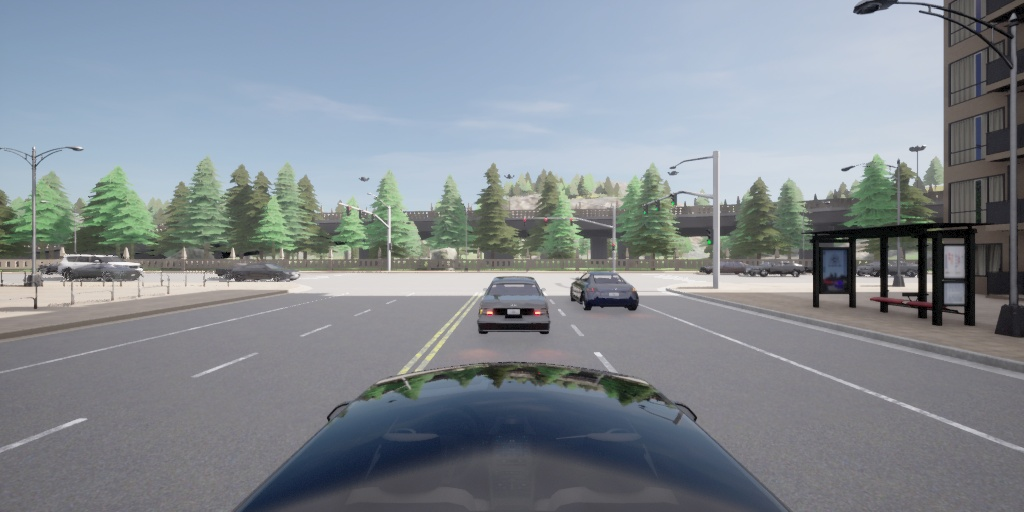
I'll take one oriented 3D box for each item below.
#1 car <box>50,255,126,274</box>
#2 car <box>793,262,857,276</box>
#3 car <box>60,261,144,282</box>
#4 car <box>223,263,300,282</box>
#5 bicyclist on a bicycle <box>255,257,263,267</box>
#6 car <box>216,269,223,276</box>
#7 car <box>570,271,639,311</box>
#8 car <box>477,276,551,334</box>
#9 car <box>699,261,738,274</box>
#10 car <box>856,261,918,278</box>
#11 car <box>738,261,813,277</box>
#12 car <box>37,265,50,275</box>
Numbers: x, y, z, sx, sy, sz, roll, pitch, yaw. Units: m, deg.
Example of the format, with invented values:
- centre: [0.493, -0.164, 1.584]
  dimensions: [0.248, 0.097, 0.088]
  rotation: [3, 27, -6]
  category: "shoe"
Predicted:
- centre: [-35.052, 0.913, 30.643]
  dimensions: [5.566, 2.045, 2.150]
  rotation: [0, 0, -1]
  category: "car"
- centre: [31.991, 1.295, 36.729]
  dimensions: [4.718, 1.301, 1.895]
  rotation: [0, 0, 4]
  category: "car"
- centre: [-30.647, 1.259, 27.120]
  dimensions: [4.181, 1.385, 1.994]
  rotation: [0, 0, 0]
  category: "car"
- centre: [-18.549, 1.220, 27.019]
  dimensions: [4.674, 1.442, 1.812]
  rotation: [0, 0, 1]
  category: "car"
- centre: [-29.460, 0.995, 41.648]
  dimensions: [0.582, 1.620, 1.656]
  rotation: [0, 0, 1]
  category: "bicyclist on a bicycle"
- centre: [-22.220, 1.295, 30.560]
  dimensions: [4.718, 1.301, 1.895]
  rotation: [0, 0, 1]
  category: "car"
- centre: [3.580, 1.314, 14.556]
  dimensions: [1.994, 1.385, 4.181]
  rotation: [0, 0, 0]
  category: "car"
- centre: [0.060, 1.297, 10.545]
  dimensions: [2.033, 1.411, 5.357]
  rotation: [0, 0, 1]
  category: "car"
- centre: [22.412, 1.242, 37.131]
  dimensions: [5.357, 1.411, 2.033]
  rotation: [0, 0, 1]
  category: "car"
- centre: [34.272, 1.187, 32.971]
  dimensions: [4.902, 1.511, 2.128]
  rotation: [0, 0, 7]
  category: "car"
- centre: [24.528, 1.186, 33.550]
  dimensions: [4.902, 1.511, 2.128]
  rotation: [0, 0, 2]
  category: "car"
- centre: [-45.790, 1.186, 37.174]
  dimensions: [4.902, 1.511, 2.128]
  rotation: [0, 0, -8]
  category: "car"
